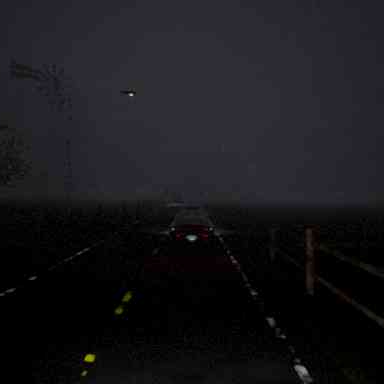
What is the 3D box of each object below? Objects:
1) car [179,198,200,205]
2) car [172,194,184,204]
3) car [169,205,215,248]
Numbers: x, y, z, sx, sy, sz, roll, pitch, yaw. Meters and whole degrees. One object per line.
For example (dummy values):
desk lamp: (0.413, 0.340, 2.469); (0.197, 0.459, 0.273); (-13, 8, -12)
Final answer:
car: (0.000, 1.536, 29.650); (1.812, 1.442, 4.674); (0, 0, 0)
car: (-2.750, 1.331, 65.624); (2.150, 2.045, 5.566); (0, 0, 0)
car: (0.000, 1.534, 14.650); (1.812, 1.442, 4.674); (0, 0, 0)
